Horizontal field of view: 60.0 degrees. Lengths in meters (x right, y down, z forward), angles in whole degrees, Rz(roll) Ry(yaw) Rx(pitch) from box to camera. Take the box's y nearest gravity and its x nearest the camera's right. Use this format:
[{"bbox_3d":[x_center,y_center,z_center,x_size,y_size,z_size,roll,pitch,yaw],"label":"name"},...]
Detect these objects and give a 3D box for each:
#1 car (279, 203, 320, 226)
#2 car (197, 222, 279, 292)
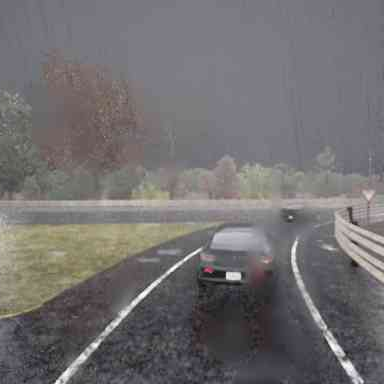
[{"bbox_3d":[7.825,1.512,23.961,1.882,1.535,5.008,0,0,32],"label":"car"},{"bbox_3d":[1.329,1.537,8.993,1.812,1.442,4.674,0,0,12],"label":"car"}]
